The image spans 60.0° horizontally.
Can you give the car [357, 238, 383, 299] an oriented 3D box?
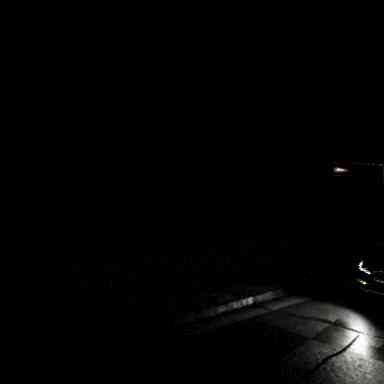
[{"bbox_3d":[5.559,1.438,7.339,4.892,1.490,1.837,-1,0,-35],"label":"car"}]
